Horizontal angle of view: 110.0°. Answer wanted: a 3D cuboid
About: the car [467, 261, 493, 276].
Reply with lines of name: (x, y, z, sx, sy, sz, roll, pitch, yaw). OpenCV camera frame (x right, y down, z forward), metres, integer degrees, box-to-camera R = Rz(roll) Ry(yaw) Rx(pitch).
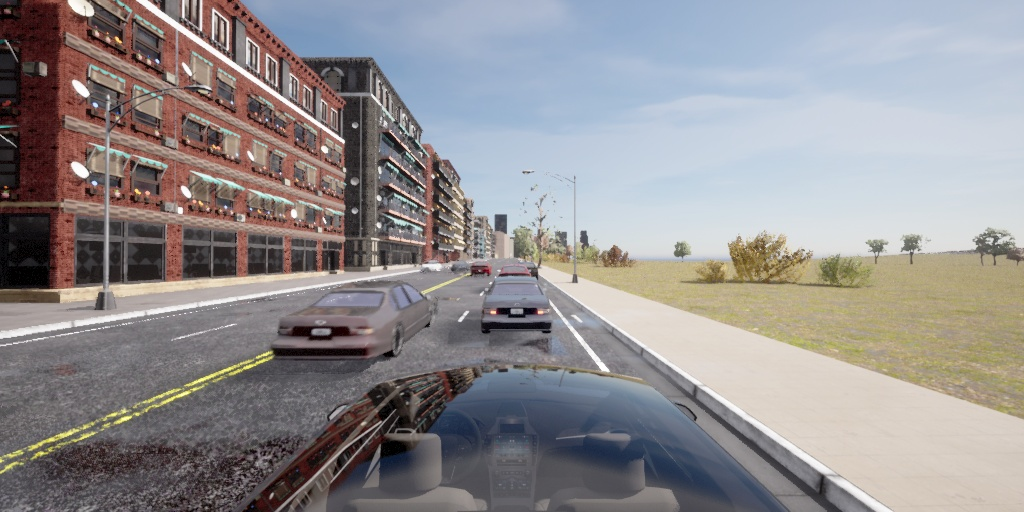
car: (-3.074, 1.230, 36.772, 1.882, 1.535, 5.008, 0, 0, 0)

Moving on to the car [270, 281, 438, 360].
car: (-3.140, 1.298, 8.422, 2.033, 1.411, 5.357, 0, 0, 0)

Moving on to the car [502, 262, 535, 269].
car: (0.144, 1.230, 21.167, 1.882, 1.535, 5.008, 0, 0, 0)

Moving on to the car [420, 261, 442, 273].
car: (-9.759, 1.278, 43.438, 1.812, 1.442, 4.674, 0, 0, 0)

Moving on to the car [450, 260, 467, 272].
car: (-6.493, 1.277, 45.051, 1.812, 1.442, 4.674, 0, 0, 0)

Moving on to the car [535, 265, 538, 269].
car: (1.199, 1.231, 30.604, 1.882, 1.535, 5.008, 0, 0, 0)

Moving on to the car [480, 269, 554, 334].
car: (0.118, 1.299, 10.627, 2.033, 1.411, 5.357, 0, 0, 0)
